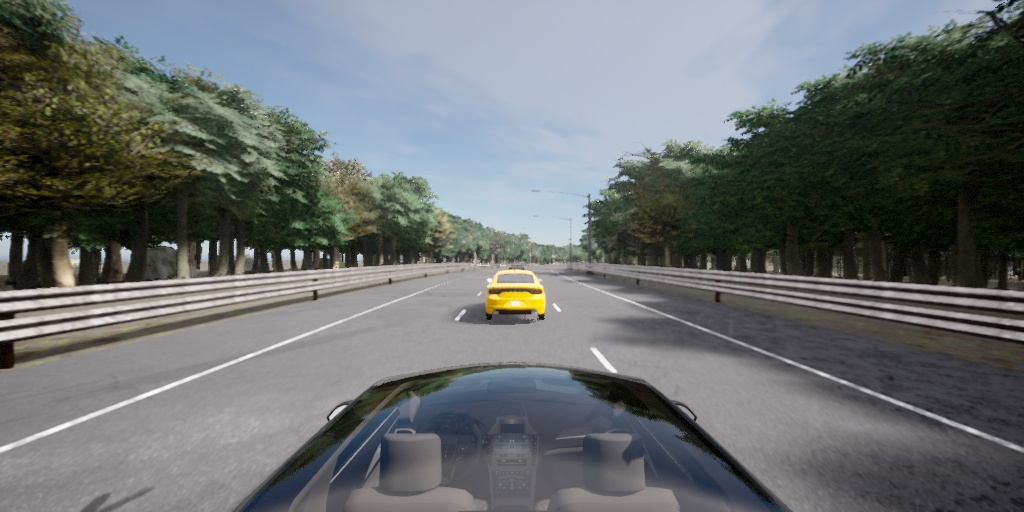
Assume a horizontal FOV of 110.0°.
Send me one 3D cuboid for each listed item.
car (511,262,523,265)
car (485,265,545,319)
[{"bbox_3d":[0.667,1.530,44.604,2.128,1.511,4.902,0,-1,3],"label":"car"},{"bbox_3d":[0.101,1.245,12.970,1.882,1.535,5.008,0,0,0],"label":"car"}]
